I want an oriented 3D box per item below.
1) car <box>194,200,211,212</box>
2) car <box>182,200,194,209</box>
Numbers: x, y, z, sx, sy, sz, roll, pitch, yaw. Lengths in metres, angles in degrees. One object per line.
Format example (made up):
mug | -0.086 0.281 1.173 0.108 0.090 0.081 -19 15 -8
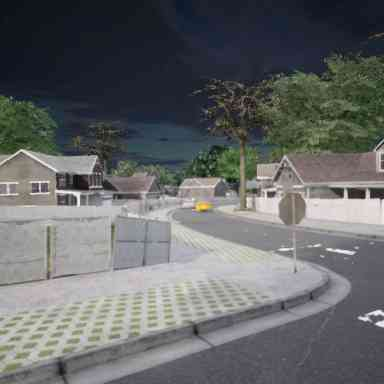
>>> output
car | 1.656 1.892 45.551 1.882 1.535 5.008 -2 -1 2
car | -0.381 2.065 54.672 1.812 1.442 4.674 -2 -1 7
